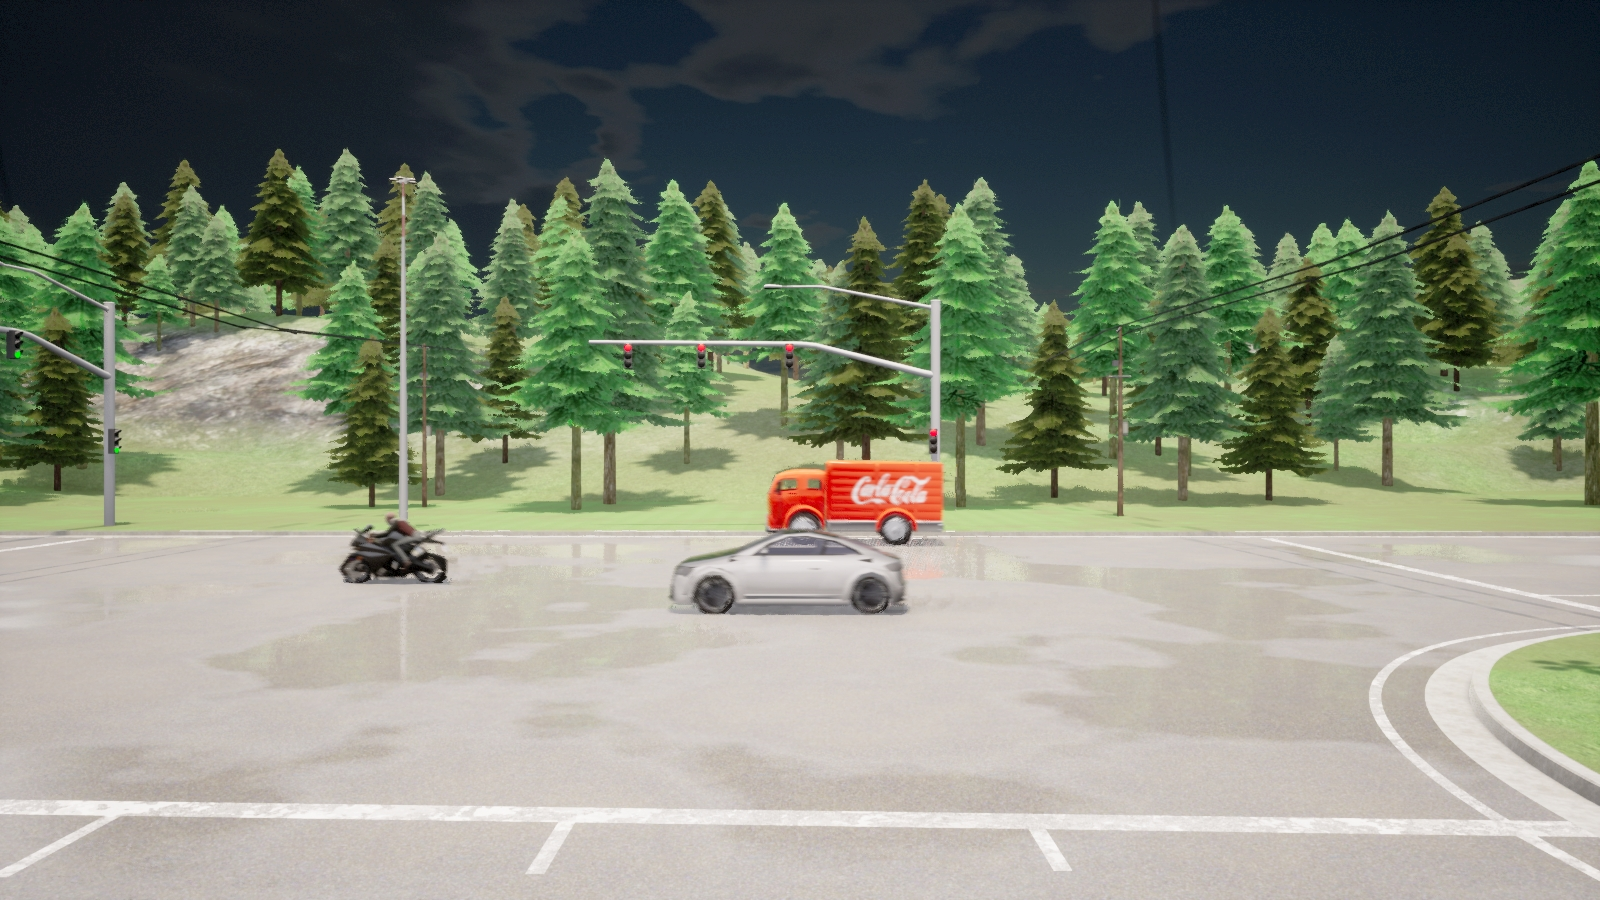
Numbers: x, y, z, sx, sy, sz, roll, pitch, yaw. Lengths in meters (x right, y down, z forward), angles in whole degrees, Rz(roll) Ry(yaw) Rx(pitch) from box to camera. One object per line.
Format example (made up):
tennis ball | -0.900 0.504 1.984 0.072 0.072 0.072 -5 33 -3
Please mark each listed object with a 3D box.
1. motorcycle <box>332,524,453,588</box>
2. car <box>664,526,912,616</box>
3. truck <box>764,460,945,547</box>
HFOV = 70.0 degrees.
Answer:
motorcycle | -8.456 2.189 23.783 2.209 1.251 0.867 0 0 0
car | -0.199 2.105 20.232 4.181 1.385 1.994 0 0 0
truck | 1.581 1.550 34.221 5.204 2.467 2.627 0 0 0
